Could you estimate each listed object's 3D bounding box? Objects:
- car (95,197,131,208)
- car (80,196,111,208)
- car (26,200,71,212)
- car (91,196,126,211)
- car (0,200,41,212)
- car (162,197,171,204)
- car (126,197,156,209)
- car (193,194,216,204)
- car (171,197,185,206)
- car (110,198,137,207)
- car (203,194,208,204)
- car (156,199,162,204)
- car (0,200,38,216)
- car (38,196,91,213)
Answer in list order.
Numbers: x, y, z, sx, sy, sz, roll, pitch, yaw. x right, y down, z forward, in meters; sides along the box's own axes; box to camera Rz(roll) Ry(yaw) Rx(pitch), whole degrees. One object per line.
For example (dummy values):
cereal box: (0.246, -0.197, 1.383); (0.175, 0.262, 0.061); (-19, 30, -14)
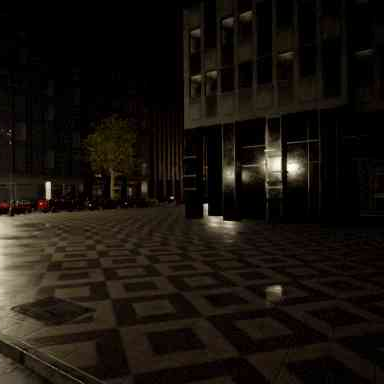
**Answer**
car: (-11.480, 1.502, 48.519); (2.128, 1.511, 4.902); (-1, 0, 35)
car: (-14.301, 1.486, 49.306); (1.967, 1.590, 4.097); (-1, 0, 35)
car: (-17.233, 1.640, 40.246); (1.895, 1.301, 4.718); (-1, 0, 35)
car: (-10.509, 1.526, 39.812); (1.947, 1.339, 4.313); (-1, 0, 35)
car: (-20.725, 1.644, 40.038); (1.947, 1.339, 4.313); (-1, 0, 35)
car: (-4.660, 1.576, 63.211); (1.947, 1.339, 4.313); (-1, 0, 35)
car: (-7.297, 1.510, 44.445); (1.947, 1.339, 4.313); (-1, 0, 35)
car: (2.424, 1.285, 62.996); (2.097, 1.767, 4.553); (-1, 0, 35)
car: (-0.872, 1.464, 53.714); (1.887, 1.381, 4.507); (-1, 0, 35)
car: (-11.086, 1.614, 53.941); (1.802, 1.307, 4.206); (-1, 0, 35)
car: (2.339, 1.224, 58.349); (2.192, 1.841, 5.009); (-1, 0, 35)
car: (-7.971, 1.546, 58.435); (1.752, 1.417, 4.829); (-1, 0, 35)
car: (-16.934, 1.577, 30.543); (1.802, 1.307, 4.206); (-1, 0, 35)
car: (-13.724, 1.291, 35.179); (2.192, 1.841, 5.009); (-1, 0, 35)
